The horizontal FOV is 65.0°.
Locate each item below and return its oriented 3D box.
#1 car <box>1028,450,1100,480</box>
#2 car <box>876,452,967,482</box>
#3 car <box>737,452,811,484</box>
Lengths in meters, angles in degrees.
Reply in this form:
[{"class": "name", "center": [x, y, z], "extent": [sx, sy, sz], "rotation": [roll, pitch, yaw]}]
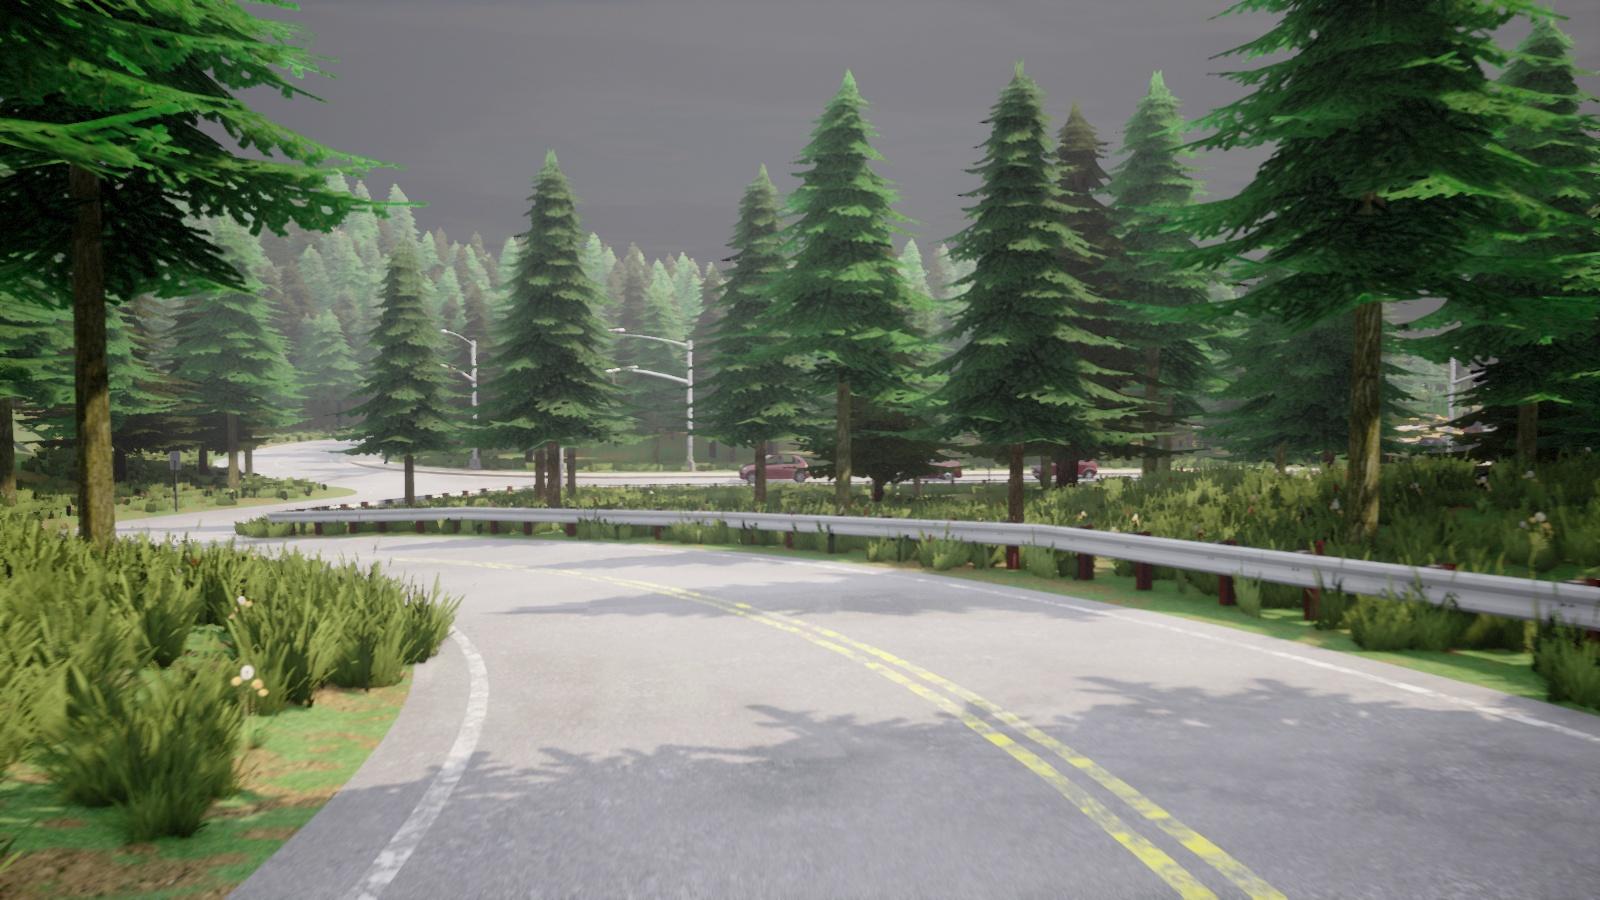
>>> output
[{"class": "car", "center": [15.299, 0.850, 72.968], "extent": [3.705, 1.549, 1.789], "rotation": [-1, 4, -7]}, {"class": "car", "center": [6.935, 0.982, 71.967], "extent": [4.792, 1.488, 2.163], "rotation": [-1, 4, -7]}, {"class": "car", "center": [-1.483, 0.986, 71.042], "extent": [3.988, 1.617, 1.851], "rotation": [-1, 4, -6]}]
